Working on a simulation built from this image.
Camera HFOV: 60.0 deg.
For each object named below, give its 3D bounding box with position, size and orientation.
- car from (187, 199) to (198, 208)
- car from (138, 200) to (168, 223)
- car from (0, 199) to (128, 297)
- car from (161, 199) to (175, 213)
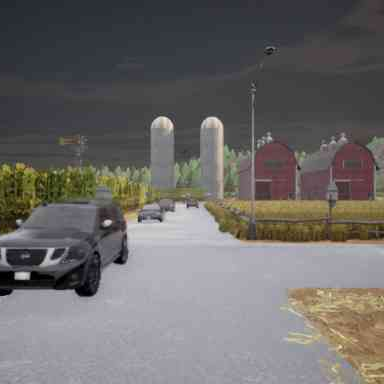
[{"bbox_3d":[0.083,1.817,54.308,2.128,1.511,4.902,0,0,0],"label":"car"},{"bbox_3d":[-3.210,1.656,26.981,1.812,1.442,4.674,0,0,0],"label":"car"},{"bbox_3d":[-3.183,1.243,9.014,2.150,2.045,5.566,1,0,0],"label":"car"},{"bbox_3d":[-3.204,1.614,41.540,2.097,1.767,4.553,0,0,0],"label":"car"}]
